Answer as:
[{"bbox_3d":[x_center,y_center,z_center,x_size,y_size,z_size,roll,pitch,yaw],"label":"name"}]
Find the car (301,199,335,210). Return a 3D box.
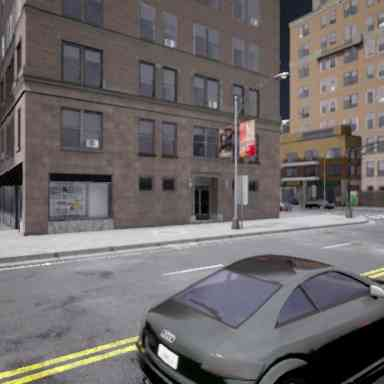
[{"bbox_3d":[15.806,1.542,41.900,1.947,1.339,4.313,0,0,-35],"label":"car"}]

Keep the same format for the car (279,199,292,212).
[{"bbox_3d":[9.237,1.393,37.291,1.967,1.590,4.097,0,0,-35],"label":"car"}]

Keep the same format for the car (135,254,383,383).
[{"bbox_3d":[1.384,1.560,4.407,4.181,1.385,1.994,0,0,-36],"label":"car"}]
